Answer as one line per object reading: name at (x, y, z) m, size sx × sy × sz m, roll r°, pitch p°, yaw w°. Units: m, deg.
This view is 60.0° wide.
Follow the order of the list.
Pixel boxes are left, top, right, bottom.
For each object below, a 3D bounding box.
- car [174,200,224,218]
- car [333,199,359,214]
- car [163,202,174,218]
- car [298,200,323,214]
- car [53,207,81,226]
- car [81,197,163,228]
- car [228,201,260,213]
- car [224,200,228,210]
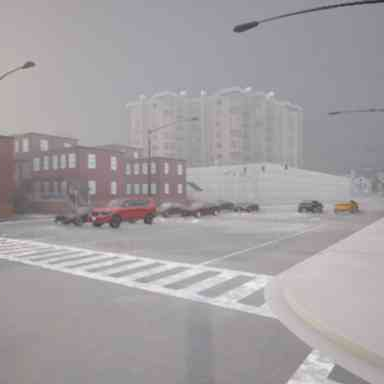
car at (0.819, 1.696, 32.634) m, size 1.882 × 1.535 × 5.008 m, roll -1°, pitch 0°, yaw 35°
car at (17.310, 1.568, 37.338) m, size 1.882 × 1.535 × 5.008 m, roll -1°, pitch 0°, yaw 36°
car at (-2.328, 1.786, 34.233) m, size 1.812 × 1.442 × 4.674 m, roll -1°, pitch 0°, yaw 35°
car at (13.641, 1.638, 38.248) m, size 1.837 × 1.490 × 4.892 m, roll -1°, pitch 0°, yaw 36°
car at (-8.050, 1.807, 26.236) m, size 2.033 × 1.411 × 5.357 m, roll -1°, pitch 0°, yaw 35°
car at (-4.971, 1.439, 24.529) m, size 2.150 × 2.045 × 5.566 m, roll -1°, pitch 0°, yaw 35°
car at (6.662, 1.782, 40.791) m, size 1.994 × 1.385 × 4.181 m, roll -1°, pitch 0°, yaw 35°
car at (3.440, 1.752, 42.301) m, size 2.128 × 1.511 × 4.902 m, roll -1°, pitch 0°, yaw 36°
